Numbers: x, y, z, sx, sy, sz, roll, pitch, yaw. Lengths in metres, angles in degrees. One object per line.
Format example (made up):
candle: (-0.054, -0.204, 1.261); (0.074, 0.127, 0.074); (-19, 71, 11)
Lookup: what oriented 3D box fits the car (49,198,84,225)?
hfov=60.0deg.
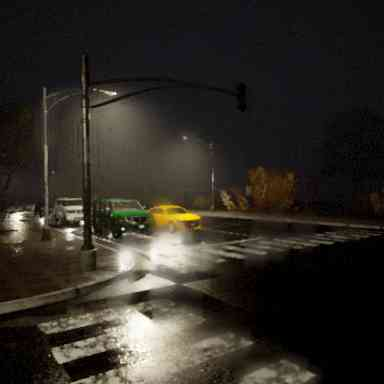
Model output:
car: (-9.913, 1.502, 27.618); (2.150, 2.045, 5.566); (-1, 0, -34)

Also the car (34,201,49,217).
car: (-15.567, 1.727, 35.876); (2.097, 1.767, 4.553); (-1, 0, -34)

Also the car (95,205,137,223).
car: (-6.620, 1.816, 28.566); (1.895, 1.301, 4.718); (-1, 0, -34)

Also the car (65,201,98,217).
car: (-12.299, 1.801, 36.855); (2.128, 1.511, 4.902); (-1, 0, -34)

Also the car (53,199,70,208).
car: (-22.995, 2.009, 58.513); (1.812, 1.442, 4.674); (-1, 0, -34)

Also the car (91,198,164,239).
car: (-4.038, 1.406, 19.082); (2.150, 2.045, 5.566); (-1, 0, -33)

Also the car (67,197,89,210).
car: (-17.222, 1.735, 50.106); (2.097, 1.767, 4.553); (-1, 0, -34)

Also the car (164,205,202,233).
car: (-1.335, 1.607, 20.867); (1.882, 1.535, 5.008); (-1, 0, -34)

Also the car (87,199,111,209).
car: (-14.615, 1.876, 52.047); (2.033, 1.411, 5.357); (-1, 0, -35)

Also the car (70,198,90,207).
car: (-20.547, 1.923, 60.700); (2.128, 1.511, 4.902); (-1, 0, -34)
